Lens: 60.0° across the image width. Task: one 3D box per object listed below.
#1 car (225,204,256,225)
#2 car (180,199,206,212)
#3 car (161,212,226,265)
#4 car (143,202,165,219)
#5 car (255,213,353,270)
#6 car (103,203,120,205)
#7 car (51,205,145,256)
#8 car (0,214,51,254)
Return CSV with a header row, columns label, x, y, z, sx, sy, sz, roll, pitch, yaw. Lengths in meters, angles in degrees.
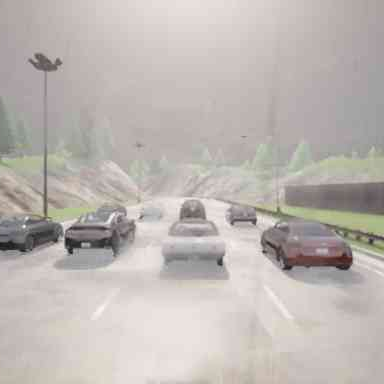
label,x,y,z,sx,sy,sz,roll,pitch,yaw
car,3.545,1.580,24.496,2.033,1.411,5.357,0,0,1
car,0.071,1.387,27.914,2.097,1.767,4.553,0,0,0
car,0.062,1.616,11.784,1.895,1.301,4.718,0,0,0
car,-3.423,1.564,29.214,1.812,1.442,4.674,0,0,0
car,3.558,1.578,11.049,1.994,1.385,4.181,0,0,0
car,-6.924,1.601,28.828,1.994,1.385,4.181,0,0,0
car,-3.429,1.509,13.236,2.128,1.511,4.902,0,0,0
car,-6.927,1.582,13.668,1.994,1.385,4.181,0,0,0
